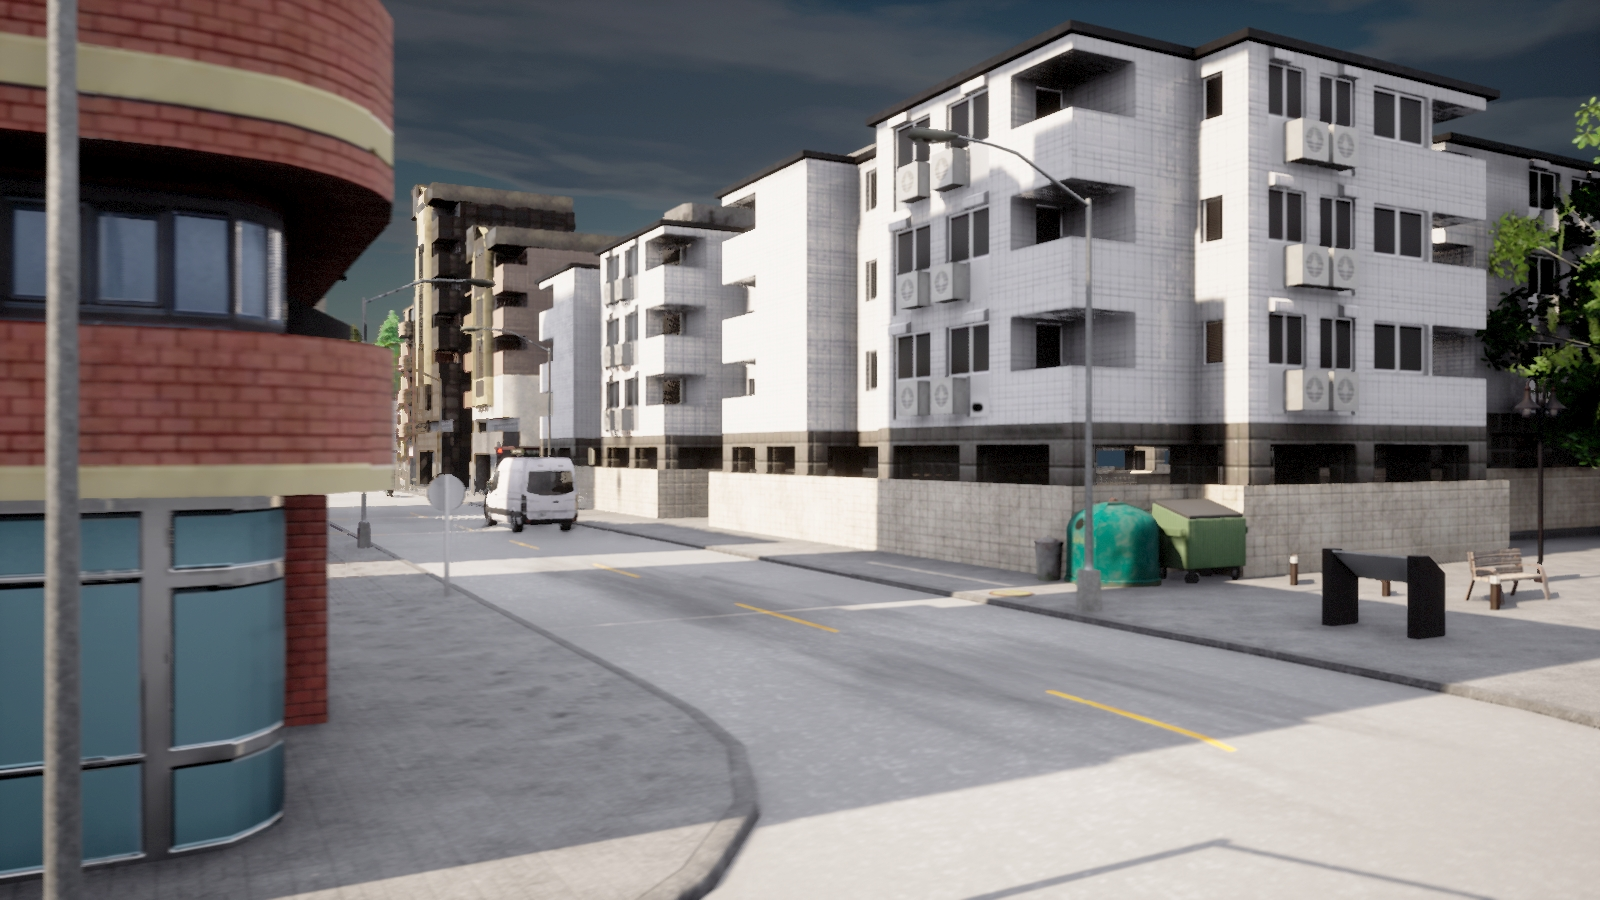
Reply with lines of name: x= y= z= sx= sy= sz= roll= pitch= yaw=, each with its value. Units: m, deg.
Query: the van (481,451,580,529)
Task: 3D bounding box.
van: x=-9.705 y=1.315 z=40.805 sx=1.988 sy=2.561 sz=5.915 roll=0 pitch=0 yaw=-28
